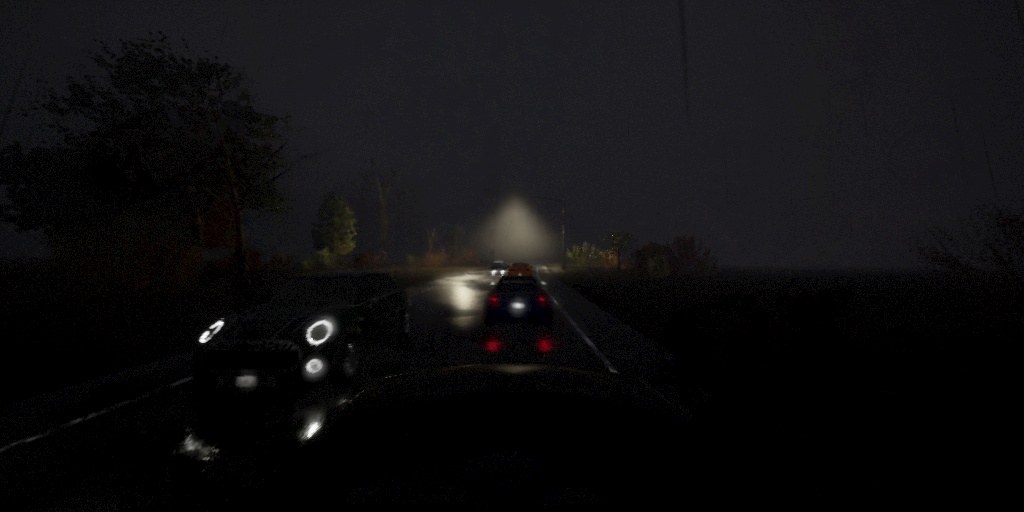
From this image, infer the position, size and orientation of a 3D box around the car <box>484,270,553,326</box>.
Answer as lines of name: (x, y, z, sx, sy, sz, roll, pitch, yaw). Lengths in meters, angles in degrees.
car: (0.206, 1.310, 11.622, 1.994, 1.385, 4.181, 0, 0, 1)

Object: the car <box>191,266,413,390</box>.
car: (-3.549, 1.098, 7.069, 2.097, 1.767, 4.553, 0, 0, 1)

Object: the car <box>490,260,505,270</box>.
car: (-1.839, 1.273, 49.967, 1.994, 1.385, 4.181, 0, 0, 4)

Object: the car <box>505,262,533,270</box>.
car: (0.685, 1.207, 28.955, 1.882, 1.535, 5.008, 0, 0, 2)
